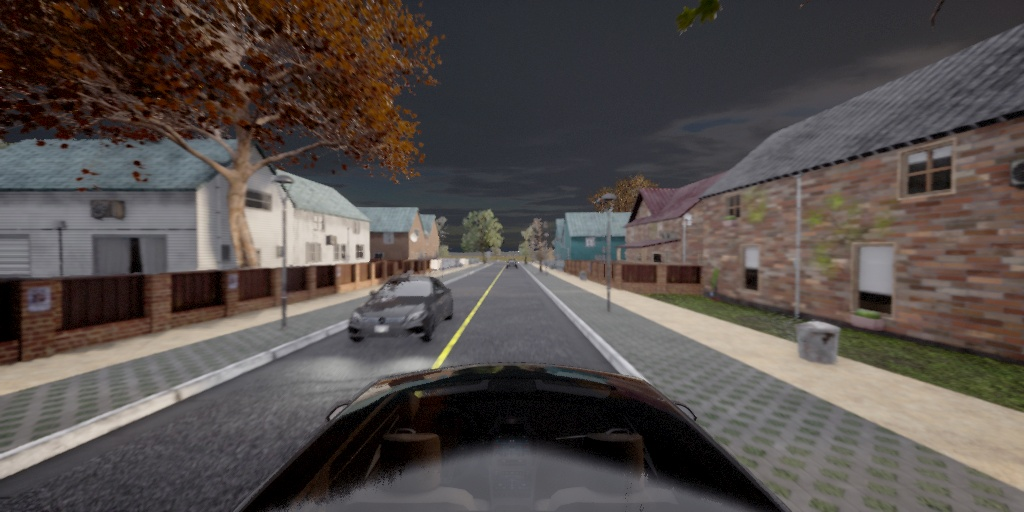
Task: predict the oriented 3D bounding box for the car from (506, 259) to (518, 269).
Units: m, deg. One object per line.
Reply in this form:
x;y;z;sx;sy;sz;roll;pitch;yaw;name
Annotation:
0.000;1.283;56.637;1.812;1.442;4.674;0;0;0;car

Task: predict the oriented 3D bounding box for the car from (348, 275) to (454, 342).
-2.749;1.280;9.895;1.812;1.442;4.674;0;0;0;car
